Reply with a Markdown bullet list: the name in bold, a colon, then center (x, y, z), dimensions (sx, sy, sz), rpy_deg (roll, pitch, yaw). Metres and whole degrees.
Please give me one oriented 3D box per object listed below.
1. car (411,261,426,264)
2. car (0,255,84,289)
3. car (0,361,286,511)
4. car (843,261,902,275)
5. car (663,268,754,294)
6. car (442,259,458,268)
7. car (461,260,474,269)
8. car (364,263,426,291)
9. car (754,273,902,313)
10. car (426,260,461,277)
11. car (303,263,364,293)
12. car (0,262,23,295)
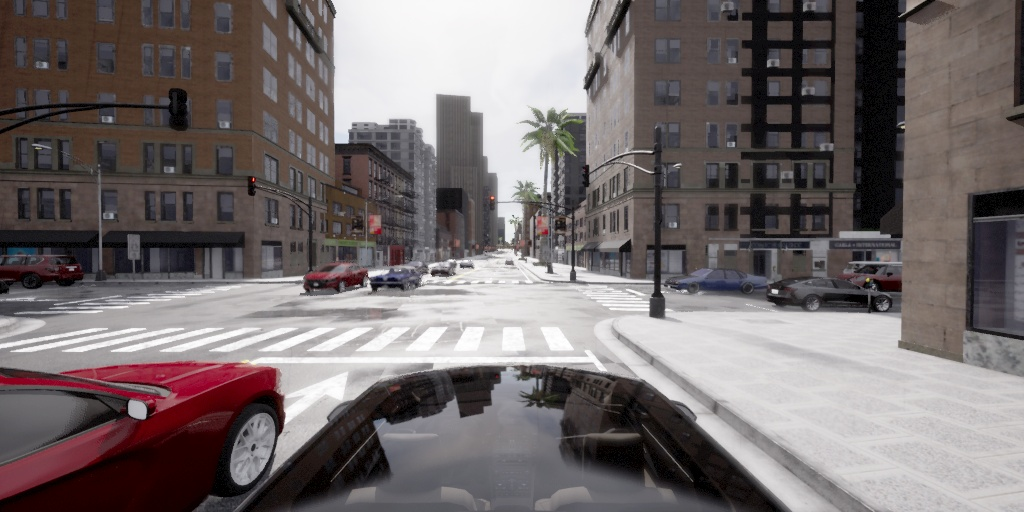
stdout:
- **car**: center (-10.121, 1.289, 38.136), dimensions (2.033, 1.411, 5.357), rpy_deg (0, 0, 0)
- **car**: center (-27.280, 0.836, 19.908), dimensions (5.009, 1.841, 2.192), rpy_deg (0, 0, -9)
- **car**: center (-3.144, 1.228, 1.475), dimensions (1.882, 1.535, 5.008), rpy_deg (0, 0, 1)
- **car**: center (21.175, 1.279, 20.670), dimensions (4.553, 1.767, 2.097), rpy_deg (0, 1, 0)
- **car**: center (11.705, 1.401, 20.659), dimensions (5.357, 1.411, 2.033), rpy_deg (0, 1, 0)
- **car**: center (-10.260, 1.286, 59.755), dimensions (1.994, 1.385, 4.181), rpy_deg (0, 0, 0)
- **car**: center (-6.991, 1.292, 55.595), dimensions (1.994, 1.385, 4.181), rpy_deg (0, 0, 0)
- **car**: center (-6.729, 1.305, 21.184), dimensions (1.895, 1.301, 4.718), rpy_deg (0, 0, -1)
- **car**: center (12.863, 1.514, 14.713), dimensions (4.313, 1.339, 1.948), rpy_deg (0, 0, 0)
- **car**: center (-6.856, 1.289, 36.392), dimensions (2.033, 1.411, 5.357), rpy_deg (0, 0, 0)
- **car**: center (-9.981, 1.155, 20.723), dimensions (1.882, 1.535, 5.008), rpy_deg (1, 1, 0)
- **car**: center (-24.034, 1.126, 14.575), dimensions (4.892, 1.490, 1.837), rpy_deg (1, 1, -9)
